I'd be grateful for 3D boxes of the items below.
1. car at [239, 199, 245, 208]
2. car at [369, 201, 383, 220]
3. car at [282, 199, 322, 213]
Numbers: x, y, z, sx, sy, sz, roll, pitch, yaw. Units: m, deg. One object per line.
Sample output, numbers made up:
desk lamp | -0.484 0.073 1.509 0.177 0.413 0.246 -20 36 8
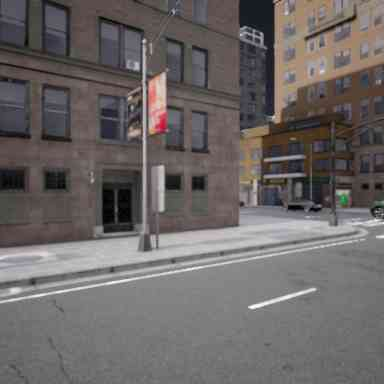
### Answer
car | 5.218 1.424 44.118 1.802 1.307 4.206 0 0 -35
car | 15.970 1.078 24.262 2.150 2.045 5.566 1 0 -27
car | 11.601 1.412 35.131 1.947 1.339 4.313 0 0 -35
